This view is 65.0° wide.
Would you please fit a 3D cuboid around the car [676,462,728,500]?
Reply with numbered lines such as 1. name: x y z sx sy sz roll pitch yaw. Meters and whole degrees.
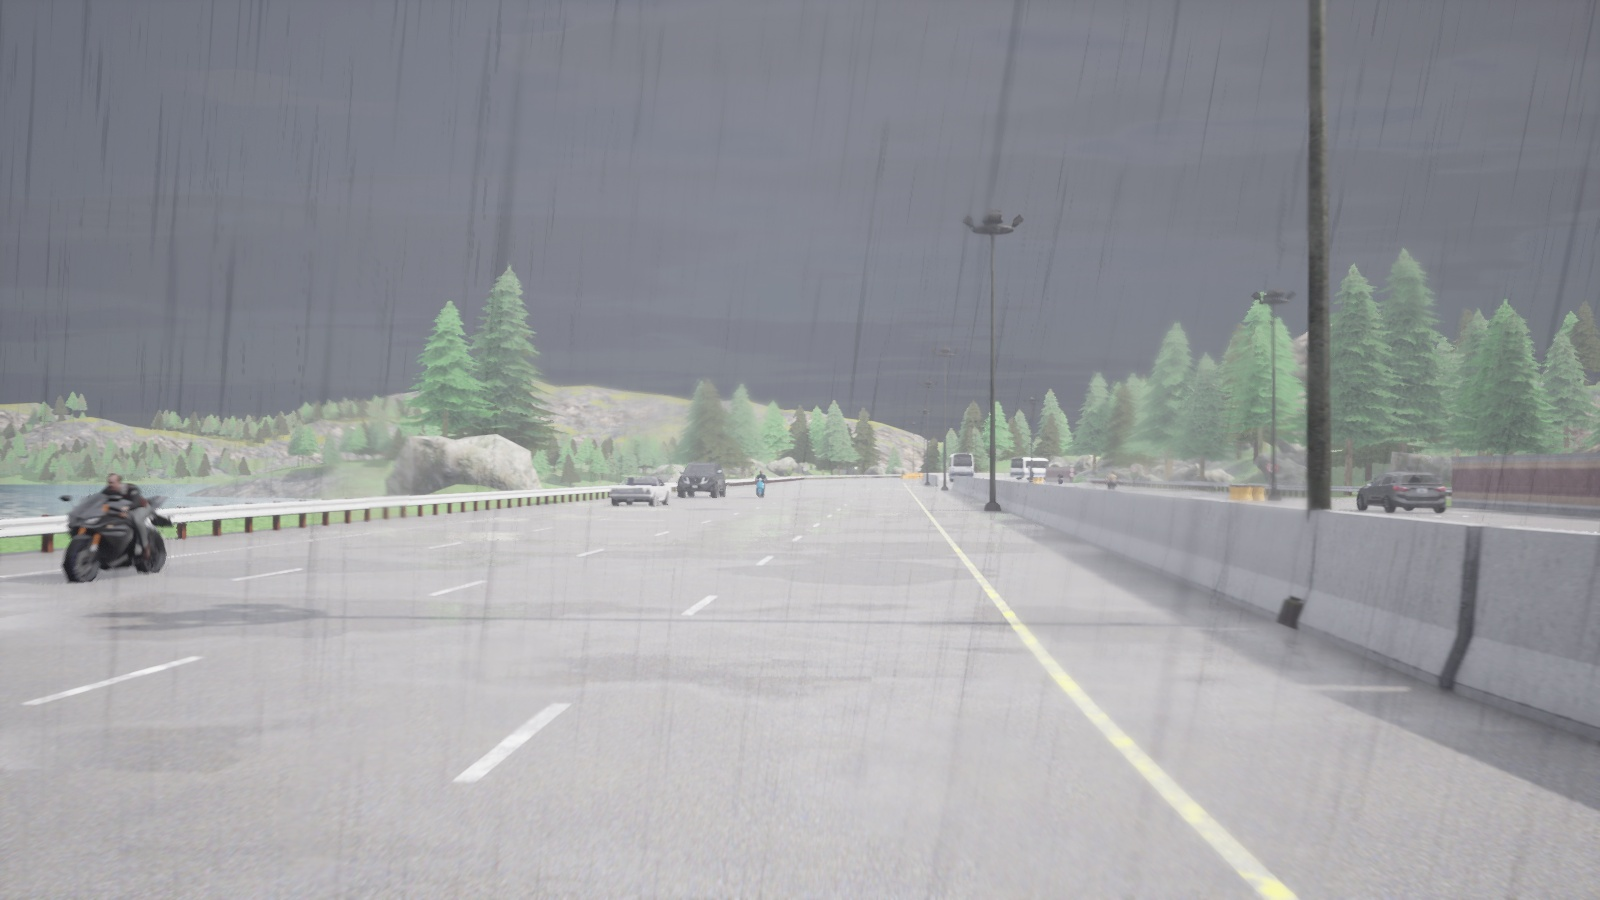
1. car: -5.585 1.762 72.063 2.150 2.045 5.566 0 -1 4

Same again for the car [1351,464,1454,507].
1. car: 24.425 1.418 51.112 2.242 1.667 4.611 0 -1 4

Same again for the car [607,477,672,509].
1. car: -6.903 1.856 54.580 1.895 1.301 4.718 0 -1 4

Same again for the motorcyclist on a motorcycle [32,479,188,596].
1. motorcyclist on a motorcycle: -9.685 1.185 17.741 0.866 1.530 2.191 0 -1 4
